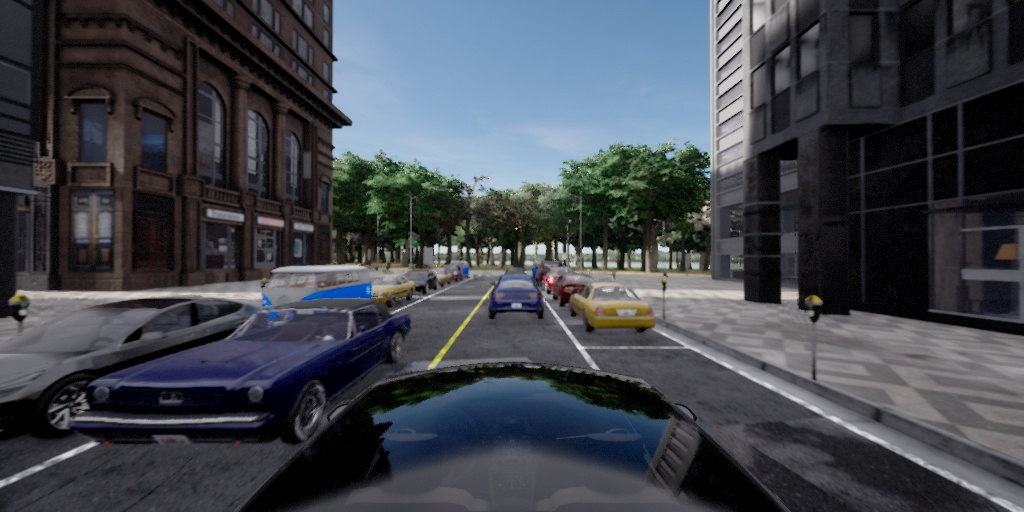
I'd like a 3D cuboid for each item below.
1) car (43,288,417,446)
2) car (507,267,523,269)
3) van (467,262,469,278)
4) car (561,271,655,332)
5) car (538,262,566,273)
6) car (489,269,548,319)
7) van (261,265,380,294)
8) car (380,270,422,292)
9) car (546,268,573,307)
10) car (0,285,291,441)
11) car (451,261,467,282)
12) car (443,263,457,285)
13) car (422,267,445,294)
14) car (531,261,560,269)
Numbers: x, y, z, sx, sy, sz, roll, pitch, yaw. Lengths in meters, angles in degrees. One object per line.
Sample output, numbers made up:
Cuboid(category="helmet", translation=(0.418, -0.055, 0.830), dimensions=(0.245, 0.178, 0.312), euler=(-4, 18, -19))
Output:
Cuboid(category="car", translation=(-3.088, 1.387, 5.471), dimensions=(1.895, 1.301, 4.718), euler=(0, -1, 0))
Cuboid(category="car", translation=(0.264, 1.658, 32.542), dimensions=(1.895, 1.301, 4.718), euler=(0, -1, 0))
Cuboid(category="van", translation=(-5.569, 1.453, 38.118), dimensions=(1.690, 1.789, 3.998), euler=(0, 0, 0))
Cuboid(category="car", translation=(2.806, 1.367, 11.054), dimensions=(1.751, 1.417, 4.829), euler=(0, 0, 0))
Cuboid(category="car", translation=(2.866, 1.389, 21.759), dimensions=(1.967, 1.591, 4.097), euler=(0, 0, 0))
Cuboid(category="car", translation=(0.155, 1.390, 13.370), dimensions=(1.812, 1.442, 4.674), euler=(0, 0, 0))
Cuboid(category="van", translation=(-5.720, 1.180, 10.932), dimensions=(1.690, 1.789, 3.998), euler=(0, 0, 0))
Cuboid(category="car", translation=(-5.690, 1.418, 16.199), dimensions=(1.751, 1.417, 4.829), euler=(0, 0, 0))
Cuboid(category="car", translation=(2.836, 1.440, 16.322), dimensions=(1.888, 1.381, 4.507), euler=(0, 0, 0))
Cuboid(category="car", translation=(-5.750, 1.351, 5.495), dimensions=(1.948, 1.339, 4.313), euler=(0, 0, 0))
Cuboid(category="car", translation=(-5.599, 1.497, 32.680), dimensions=(1.967, 1.591, 4.097), euler=(0, 0, 0))
Cuboid(category="car", translation=(-5.630, 1.528, 27.074), dimensions=(1.751, 1.417, 4.829), euler=(0, 0, 0))
Cuboid(category="car", translation=(-5.659, 1.513, 21.806), dimensions=(1.948, 1.339, 4.313), euler=(0, 0, 0))
Cuboid(category="car", translation=(2.896, 1.319, 27.196), dimensions=(2.192, 1.841, 5.009), euler=(0, 0, 0))
